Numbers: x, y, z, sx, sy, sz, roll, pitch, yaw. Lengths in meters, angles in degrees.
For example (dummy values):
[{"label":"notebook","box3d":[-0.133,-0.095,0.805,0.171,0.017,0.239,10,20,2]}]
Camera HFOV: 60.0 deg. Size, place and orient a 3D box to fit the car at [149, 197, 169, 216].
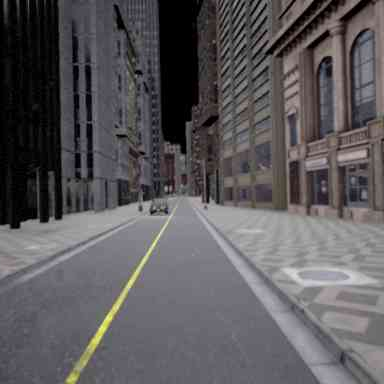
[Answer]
[{"label":"car","box3d":[-3.968,1.743,41.123,2.150,2.045,5.566,-1,0,-1]}]
